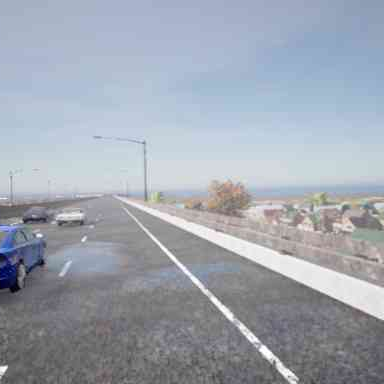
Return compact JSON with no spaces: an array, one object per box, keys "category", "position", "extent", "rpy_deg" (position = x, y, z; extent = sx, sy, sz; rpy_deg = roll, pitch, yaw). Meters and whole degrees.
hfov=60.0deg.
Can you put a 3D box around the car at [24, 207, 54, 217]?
[{"category":"car","position":[-14.198,2.093,30.932],"extent":[1.994,1.385,4.181],"rpy_deg":[-2,0,-14]}]

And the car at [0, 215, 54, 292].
[{"category":"car","position":[-5.394,1.671,9.268],"extent":[1.882,1.535,5.008],"rpy_deg":[-2,0,-14]}]

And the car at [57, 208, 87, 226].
[{"category":"car","position":[-9.701,1.986,27.199],"extent":[1.895,1.301,4.718],"rpy_deg":[-2,0,-14]}]
